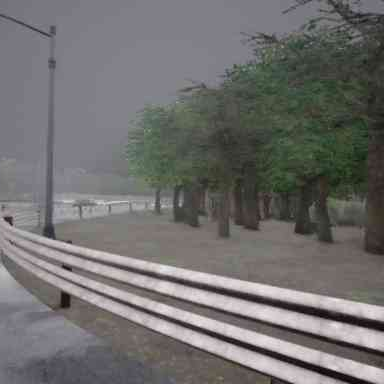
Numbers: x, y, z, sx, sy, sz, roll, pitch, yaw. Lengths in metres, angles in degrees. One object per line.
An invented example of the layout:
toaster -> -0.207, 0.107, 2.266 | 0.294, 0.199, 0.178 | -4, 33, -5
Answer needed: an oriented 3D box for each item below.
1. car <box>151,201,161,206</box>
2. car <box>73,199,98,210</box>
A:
car -> -9.407, 3.262, 90.396 | 2.097, 1.767, 4.553 | 1, -1, 14
car -> -19.399, 2.242, 60.993 | 2.150, 2.045, 5.566 | 1, -1, 16
